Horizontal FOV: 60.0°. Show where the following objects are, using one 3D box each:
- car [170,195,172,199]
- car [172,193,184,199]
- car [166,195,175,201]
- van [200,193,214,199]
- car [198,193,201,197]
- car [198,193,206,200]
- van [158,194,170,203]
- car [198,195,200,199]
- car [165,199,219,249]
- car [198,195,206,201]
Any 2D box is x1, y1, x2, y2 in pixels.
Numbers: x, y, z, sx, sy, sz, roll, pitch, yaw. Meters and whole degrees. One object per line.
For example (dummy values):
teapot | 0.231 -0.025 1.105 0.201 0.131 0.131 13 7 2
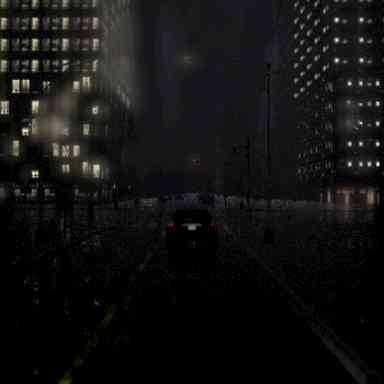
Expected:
car | -5.715 1.562 82.135 1.947 1.339 4.313 0 0 0
car | -3.029 1.215 82.205 2.150 2.045 5.566 0 0 0
car | -5.695 1.546 87.674 2.008 1.369 4.403 0 0 0
van | 2.679 1.340 54.413 1.690 1.788 3.998 0 0 0
car | 2.666 1.311 82.105 2.192 1.841 5.009 0 0 0
car | 2.706 1.309 93.184 2.192 1.841 5.009 0 0 0
van | -5.775 1.339 65.517 1.690 1.788 3.998 0 0 0
car | 2.608 1.543 59.951 1.887 1.381 4.507 0 0 0
car | 0.000 1.368 14.620 2.097 1.767 4.553 0 0 0
car | 2.685 1.540 87.644 1.887 1.381 4.507 0 0 0
